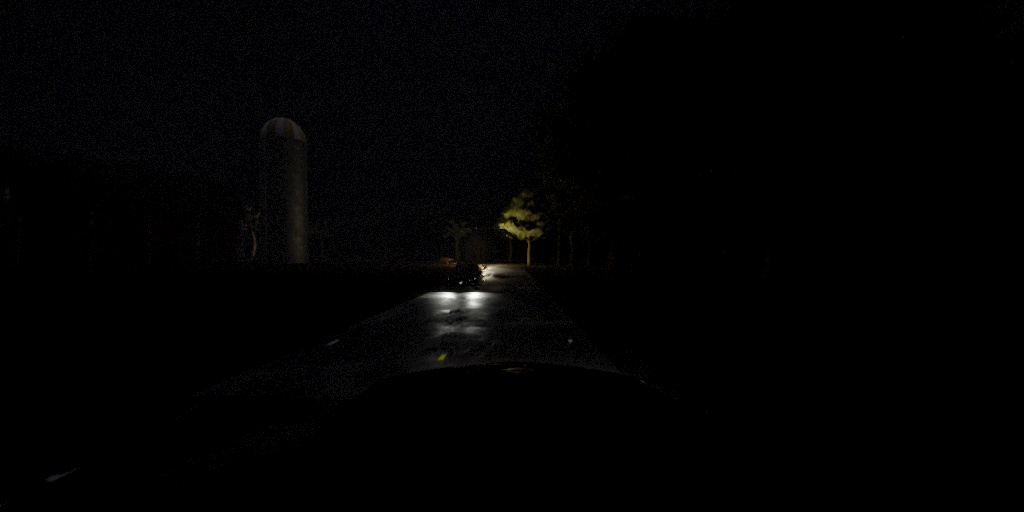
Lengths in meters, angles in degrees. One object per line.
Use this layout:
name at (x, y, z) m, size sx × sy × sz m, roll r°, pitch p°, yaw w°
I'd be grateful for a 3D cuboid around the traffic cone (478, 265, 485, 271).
traffic cone at (-3.844, 1.687, 45.050) m, size 0.340 × 0.580 × 0.340 m, roll 0°, pitch 0°, yaw 0°

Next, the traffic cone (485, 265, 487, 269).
traffic cone at (-3.843, 1.684, 50.050) m, size 0.340 × 0.580 × 0.340 m, roll 0°, pitch 0°, yaw 0°

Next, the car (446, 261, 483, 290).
car at (-2.845, 1.248, 22.291) m, size 1.837 × 1.490 × 4.892 m, roll 0°, pitch 0°, yaw 0°
